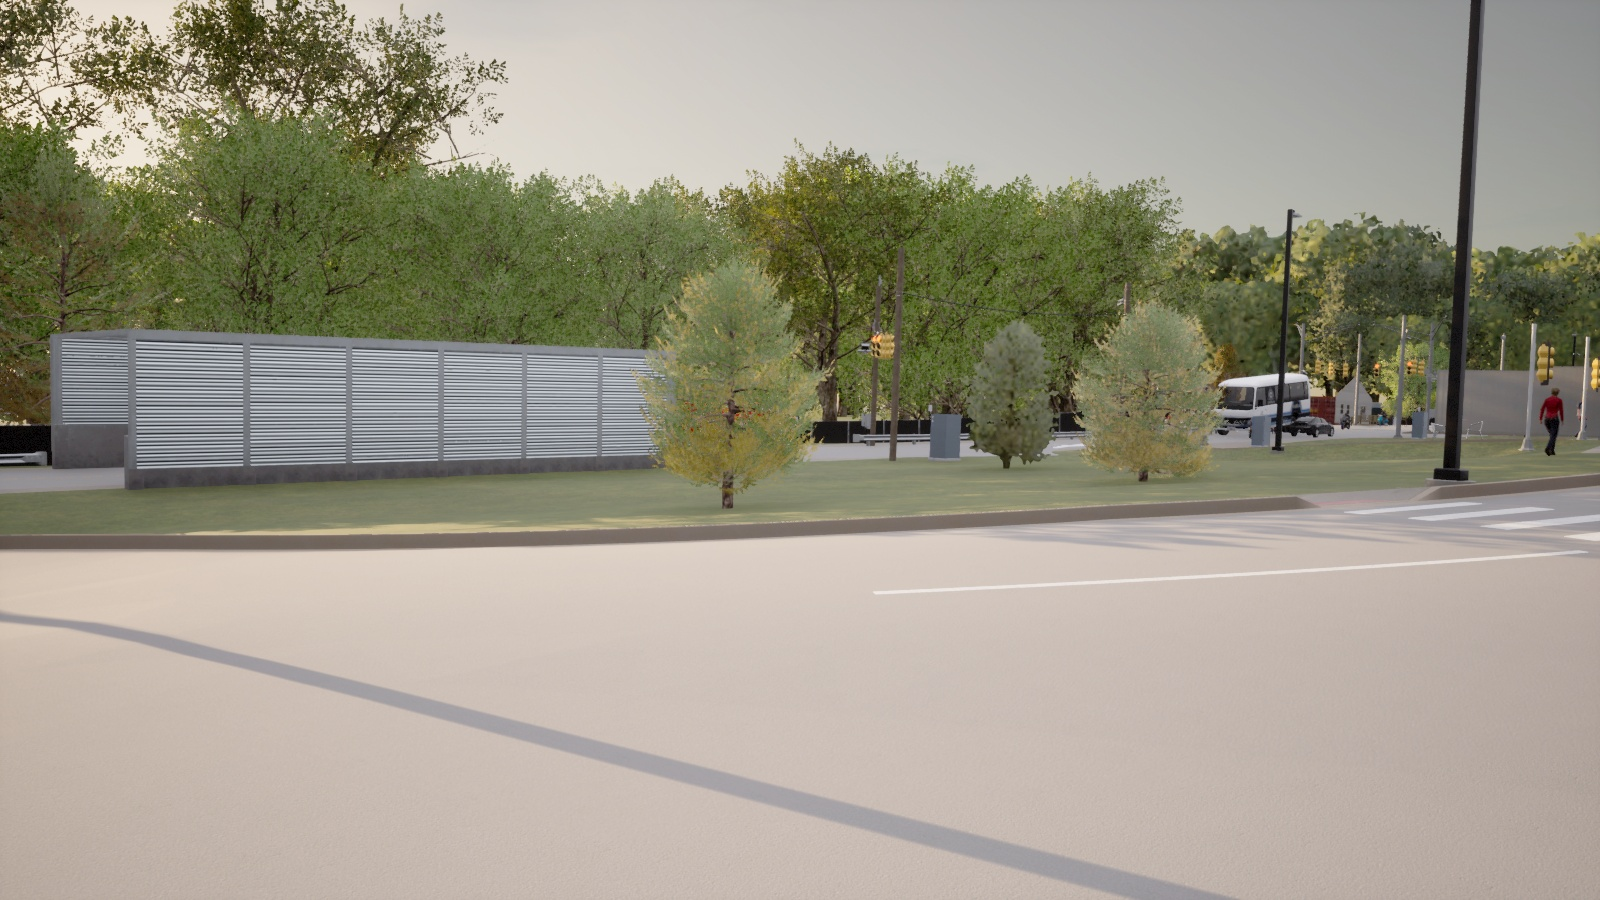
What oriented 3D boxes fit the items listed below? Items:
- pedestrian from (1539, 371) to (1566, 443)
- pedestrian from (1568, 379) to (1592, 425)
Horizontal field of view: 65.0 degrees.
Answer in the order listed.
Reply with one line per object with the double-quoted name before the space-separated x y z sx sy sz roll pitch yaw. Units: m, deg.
"pedestrian" 19.619 -1.124 32.741 0.636 1.846 0.331 0 2 -38
"pedestrian" 31.370 -1.913 50.491 0.354 1.836 0.706 -1 3 -44
